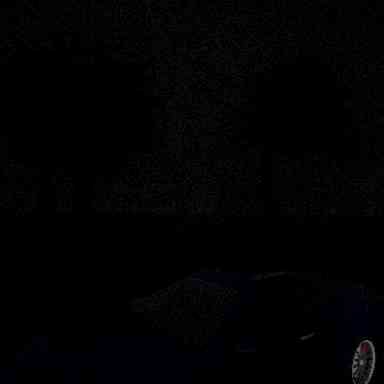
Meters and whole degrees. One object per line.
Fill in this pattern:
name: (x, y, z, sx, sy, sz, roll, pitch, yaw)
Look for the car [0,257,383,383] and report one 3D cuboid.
car: (0.377, 1.550, 3.718, 4.674, 1.442, 1.812, 1, -1, -36)
